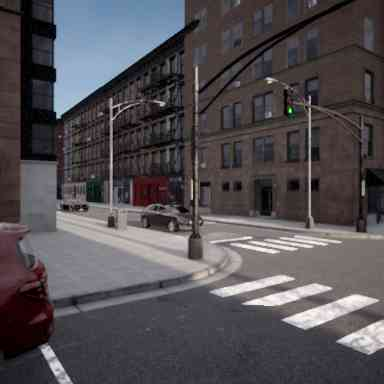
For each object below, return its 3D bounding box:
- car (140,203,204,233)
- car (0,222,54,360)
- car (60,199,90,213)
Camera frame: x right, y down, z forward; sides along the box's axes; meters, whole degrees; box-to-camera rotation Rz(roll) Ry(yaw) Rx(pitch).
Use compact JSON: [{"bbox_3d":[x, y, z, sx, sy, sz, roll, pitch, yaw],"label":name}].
[{"bbox_3d":[-1.265,1.431,19.385,1.837,1.490,4.892,0,1,-37],"label":"car"},{"bbox_3d":[-4.046,1.316,3.304,5.009,1.841,2.192,0,0,-35],"label":"car"},{"bbox_3d":[-12.320,1.442,34.888,1.895,1.301,4.718,0,0,-35],"label":"car"}]
